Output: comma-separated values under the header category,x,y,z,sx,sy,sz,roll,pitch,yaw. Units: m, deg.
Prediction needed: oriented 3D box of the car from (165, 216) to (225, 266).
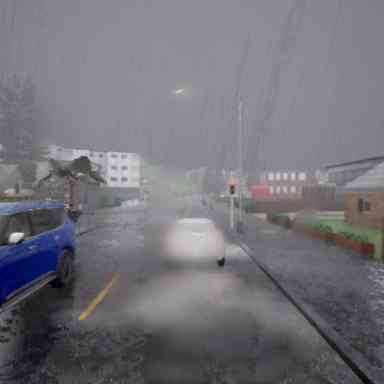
category,x,y,z,sx,sy,sz,roll,pitch,yaw
car,0.101,1.570,11.573,1.812,1.442,4.674,0,0,0

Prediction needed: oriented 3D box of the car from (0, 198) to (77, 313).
category,x,y,z,sx,sy,sz,roll,pitch,yaw
car,-4.068,1.247,6.451,2.150,2.045,5.566,0,0,0

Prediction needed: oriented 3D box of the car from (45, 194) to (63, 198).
category,x,y,z,sx,sy,sz,roll,pitch,yaw
car,-19.744,1.160,46.263,1.905,1.878,3.866,0,0,35
